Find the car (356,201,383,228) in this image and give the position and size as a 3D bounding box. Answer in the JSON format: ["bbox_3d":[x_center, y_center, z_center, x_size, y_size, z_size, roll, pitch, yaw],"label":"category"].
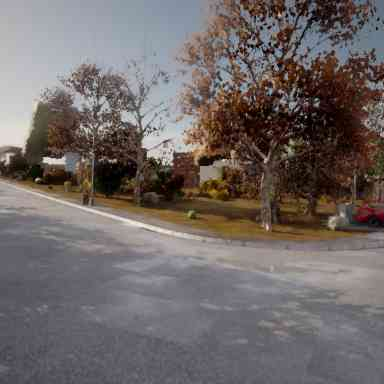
[{"bbox_3d":[15.627,1.727,25.356,5.566,2.045,2.435,-1,-2,32],"label":"car"}]
